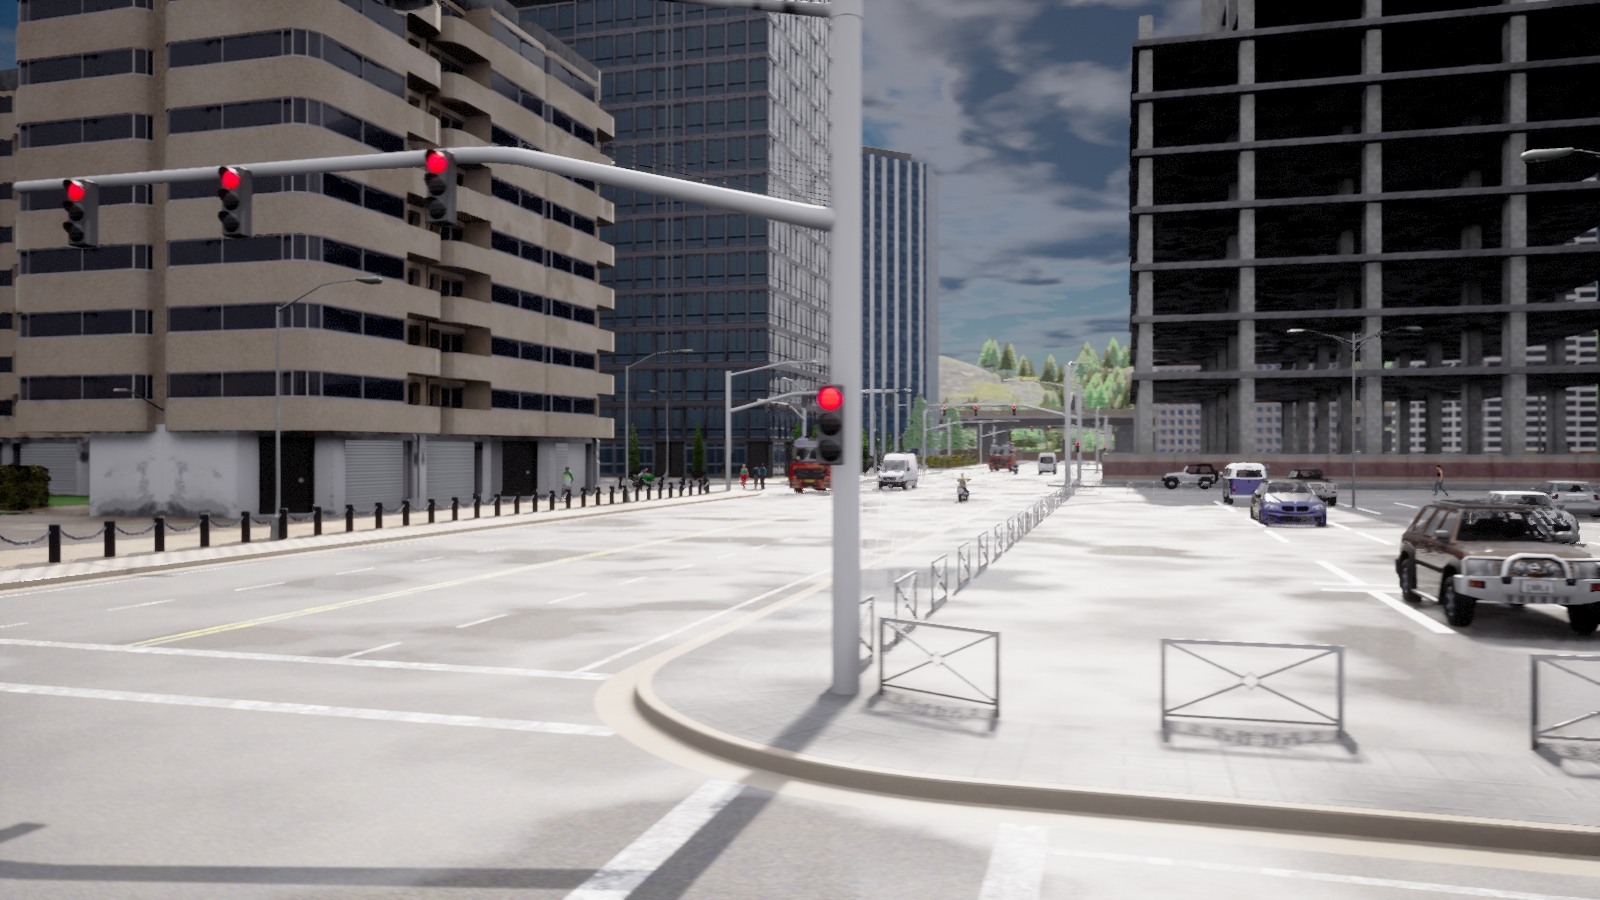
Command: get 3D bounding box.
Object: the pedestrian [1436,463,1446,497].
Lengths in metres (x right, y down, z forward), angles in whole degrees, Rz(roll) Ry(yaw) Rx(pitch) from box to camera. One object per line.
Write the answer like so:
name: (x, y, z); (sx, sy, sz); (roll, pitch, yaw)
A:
pedestrian: (35.902, 1.681, 63.976); (0.375, 1.860, 0.375); (0, 0, 13)

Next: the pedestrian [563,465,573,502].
pedestrian: (-11.741, 1.686, 57.793); (0.375, 1.860, 0.375); (0, 0, 25)

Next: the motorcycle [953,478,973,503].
motorcycle: (8.910, 2.190, 62.524); (0.764, 1.307, 2.356); (0, 0, 16)

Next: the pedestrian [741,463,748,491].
pedestrian: (-3.787, 1.843, 78.310); (0.375, 1.860, 0.375); (0, 0, 11)

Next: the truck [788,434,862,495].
truck: (1.769, 0.905, 75.913); (2.891, 3.827, 8.468); (0, 0, 16)
